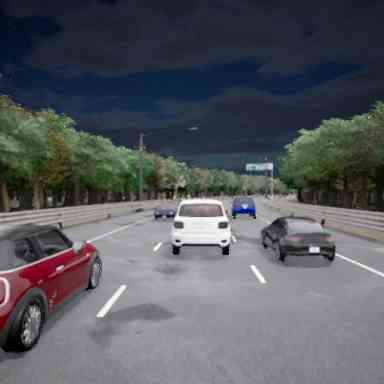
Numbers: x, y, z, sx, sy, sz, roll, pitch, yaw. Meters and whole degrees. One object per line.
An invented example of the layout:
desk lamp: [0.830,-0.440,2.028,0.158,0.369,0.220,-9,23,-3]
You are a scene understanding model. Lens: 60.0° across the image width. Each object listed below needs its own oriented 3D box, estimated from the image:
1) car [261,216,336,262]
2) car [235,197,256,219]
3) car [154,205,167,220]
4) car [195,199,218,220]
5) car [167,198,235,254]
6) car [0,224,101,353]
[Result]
car: [3.834,1.631,12.534,1.812,1.442,4.674,0,0,2]
car: [5.021,1.487,32.760,2.150,2.045,5.566,0,0,5]
car: [-2.179,1.838,30.536,1.895,1.301,4.718,0,0,4]
car: [1.479,1.608,32.240,2.097,1.767,4.553,0,0,5]
car: [0.384,1.334,14.121,2.150,2.045,5.566,0,0,2]
car: [-3.303,1.398,6.404,2.097,1.767,4.553,0,0,1]
